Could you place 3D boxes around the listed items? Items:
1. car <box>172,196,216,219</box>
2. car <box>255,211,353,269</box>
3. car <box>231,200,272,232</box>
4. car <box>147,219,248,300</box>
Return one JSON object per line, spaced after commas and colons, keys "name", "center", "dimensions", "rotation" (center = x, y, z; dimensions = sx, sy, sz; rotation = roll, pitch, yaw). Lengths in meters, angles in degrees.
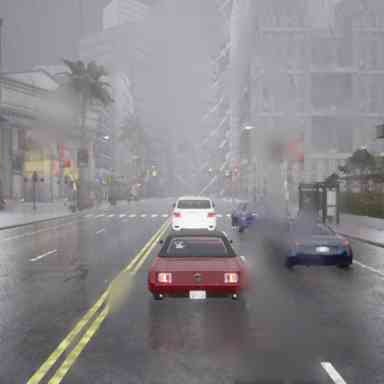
{"name": "car", "center": [0.096, 1.221, 18.101], "dimensions": [2.150, 2.045, 5.566], "rotation": [0, 0, 0]}
{"name": "car", "center": [3.609, 1.563, 11.193], "dimensions": [1.994, 1.385, 4.181], "rotation": [0, 0, 0]}
{"name": "car", "center": [3.599, 1.352, 19.993], "dimensions": [2.097, 1.767, 4.553], "rotation": [0, 0, 0]}
{"name": "car", "center": [0.104, 1.601, 8.333], "dimensions": [1.895, 1.301, 4.718], "rotation": [0, 0, 0]}
